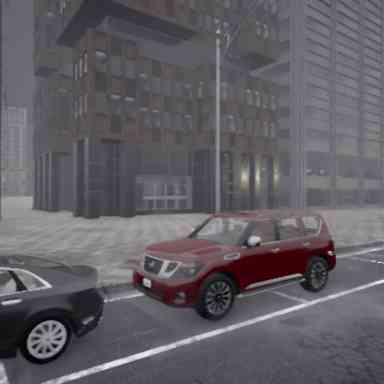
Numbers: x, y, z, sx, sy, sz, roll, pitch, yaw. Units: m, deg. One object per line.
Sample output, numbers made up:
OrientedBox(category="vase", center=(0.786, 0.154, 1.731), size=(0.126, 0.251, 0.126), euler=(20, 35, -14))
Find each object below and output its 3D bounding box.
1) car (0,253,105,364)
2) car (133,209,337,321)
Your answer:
OrientedBox(category="car", center=(-3.359, 1.547, 4.257), size=(4.403, 1.369, 2.008), euler=(1, -1, -36))
OrientedBox(category="car", center=(1.233, 1.354, 7.536), size=(5.009, 1.841, 2.192), euler=(1, -1, -36))
